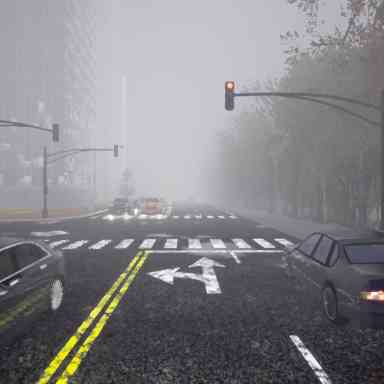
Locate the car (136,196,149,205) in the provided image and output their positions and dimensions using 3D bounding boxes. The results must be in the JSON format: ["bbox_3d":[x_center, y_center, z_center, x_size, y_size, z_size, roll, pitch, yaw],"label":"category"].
[{"bbox_3d":[-8.821,1.503,59.110,1.882,1.535,5.008,0,0,-4],"label":"car"}]

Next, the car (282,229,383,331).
[{"bbox_3d":[3.312,1.506,6.998,2.033,1.411,5.357,-2,-2,3],"label":"car"}]

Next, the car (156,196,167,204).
[{"bbox_3d":[-5.958,1.579,65.387,2.033,1.411,5.357,0,0,-4],"label":"car"}]

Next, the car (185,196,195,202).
[{"bbox_3d":[-0.402,1.570,77.530,2.128,1.511,4.902,0,0,-5],"label":"car"}]

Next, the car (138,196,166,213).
[{"bbox_3d":[-4.285,1.363,36.184,2.097,1.767,4.553,0,0,-3],"label":"car"}]

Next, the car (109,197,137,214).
[{"bbox_3d":[-7.519,1.362,35.782,2.097,1.767,4.553,0,0,-3],"label":"car"}]

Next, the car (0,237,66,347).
[{"bbox_3d":[-3.405,1.505,4.793,1.837,1.490,4.892,0,0,-1],"label":"car"}]

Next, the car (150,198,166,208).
[{"bbox_3d":[-4.950,1.565,49.220,2.033,1.411,5.357,0,0,-3],"label":"car"}]
